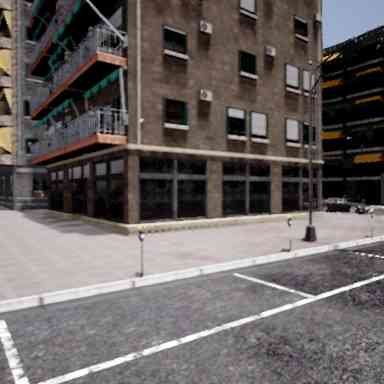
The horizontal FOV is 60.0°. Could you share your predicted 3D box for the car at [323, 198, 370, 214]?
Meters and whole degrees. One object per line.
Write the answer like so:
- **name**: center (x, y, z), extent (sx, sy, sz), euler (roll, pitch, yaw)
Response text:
- **car**: center (13.222, 1.180, 29.172), extent (2.008, 1.369, 4.403), euler (1, 0, -36)
